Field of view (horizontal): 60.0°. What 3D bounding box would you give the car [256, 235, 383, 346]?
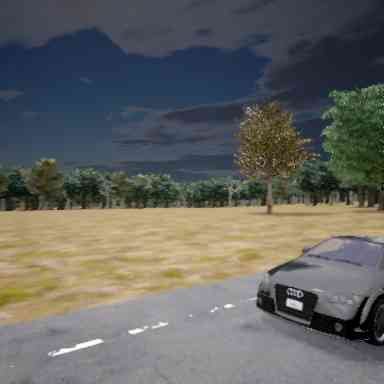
[{"bbox_3d":[3.194,1.568,6.389,4.181,1.385,1.994,0,0,-37],"label":"car"}]
